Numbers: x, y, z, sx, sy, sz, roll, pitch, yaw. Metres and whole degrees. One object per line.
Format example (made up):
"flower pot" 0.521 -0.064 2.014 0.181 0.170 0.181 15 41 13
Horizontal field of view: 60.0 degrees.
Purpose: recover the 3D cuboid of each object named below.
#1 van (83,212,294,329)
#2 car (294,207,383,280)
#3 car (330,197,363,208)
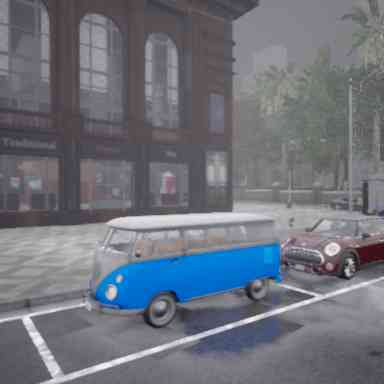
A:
"van" 0.014 1.338 6.666 3.998 1.788 1.690 0 0 -36
"car" 4.430 1.431 9.819 4.097 1.590 1.967 0 0 -36
"car" 15.912 1.263 32.252 1.837 1.490 4.892 0 3 -35
